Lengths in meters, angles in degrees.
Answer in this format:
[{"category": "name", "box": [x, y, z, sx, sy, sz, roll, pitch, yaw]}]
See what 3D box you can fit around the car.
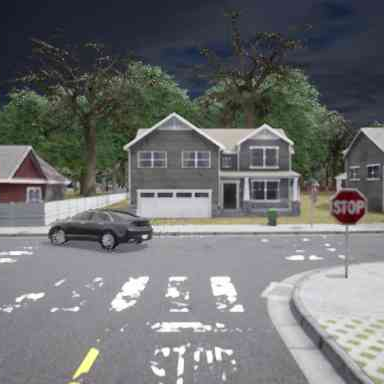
[{"category": "car", "box": [-3.968, 1.500, 14.174, 4.892, 1.490, 1.837, 0, -3, 29]}]
